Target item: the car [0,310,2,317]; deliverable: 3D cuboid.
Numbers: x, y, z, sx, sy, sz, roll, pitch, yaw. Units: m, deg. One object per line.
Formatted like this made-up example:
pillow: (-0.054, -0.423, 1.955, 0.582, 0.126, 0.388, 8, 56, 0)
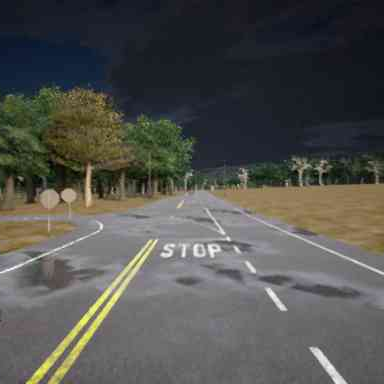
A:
car: (-3.498, 1.545, 2.141, 2.033, 1.411, 5.357, 0, 0, 0)
